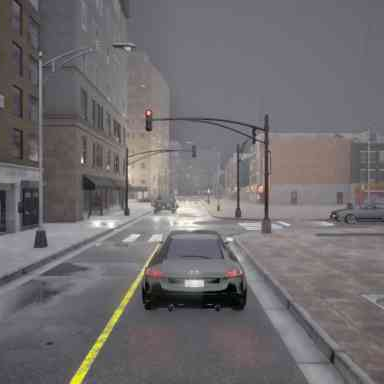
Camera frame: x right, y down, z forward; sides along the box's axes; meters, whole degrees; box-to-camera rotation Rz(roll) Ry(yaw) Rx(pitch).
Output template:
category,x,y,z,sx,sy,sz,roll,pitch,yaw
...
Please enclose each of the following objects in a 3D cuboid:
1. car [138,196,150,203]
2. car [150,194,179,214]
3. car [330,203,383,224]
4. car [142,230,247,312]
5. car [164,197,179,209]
category,x,y,z,sx,sy,sz,roll,pitch,yaw
car,-8.963,1.597,69.975,4.674,1.442,1.812,0,0,9
car,-2.831,1.232,36.180,2.150,2.045,5.566,0,0,0
car,12.059,1.515,23.606,4.181,1.385,1.994,0,0,0
car,0.053,1.564,7.799,1.994,1.385,4.181,0,0,0
car,-2.821,1.494,46.590,1.882,1.535,5.008,0,0,0
